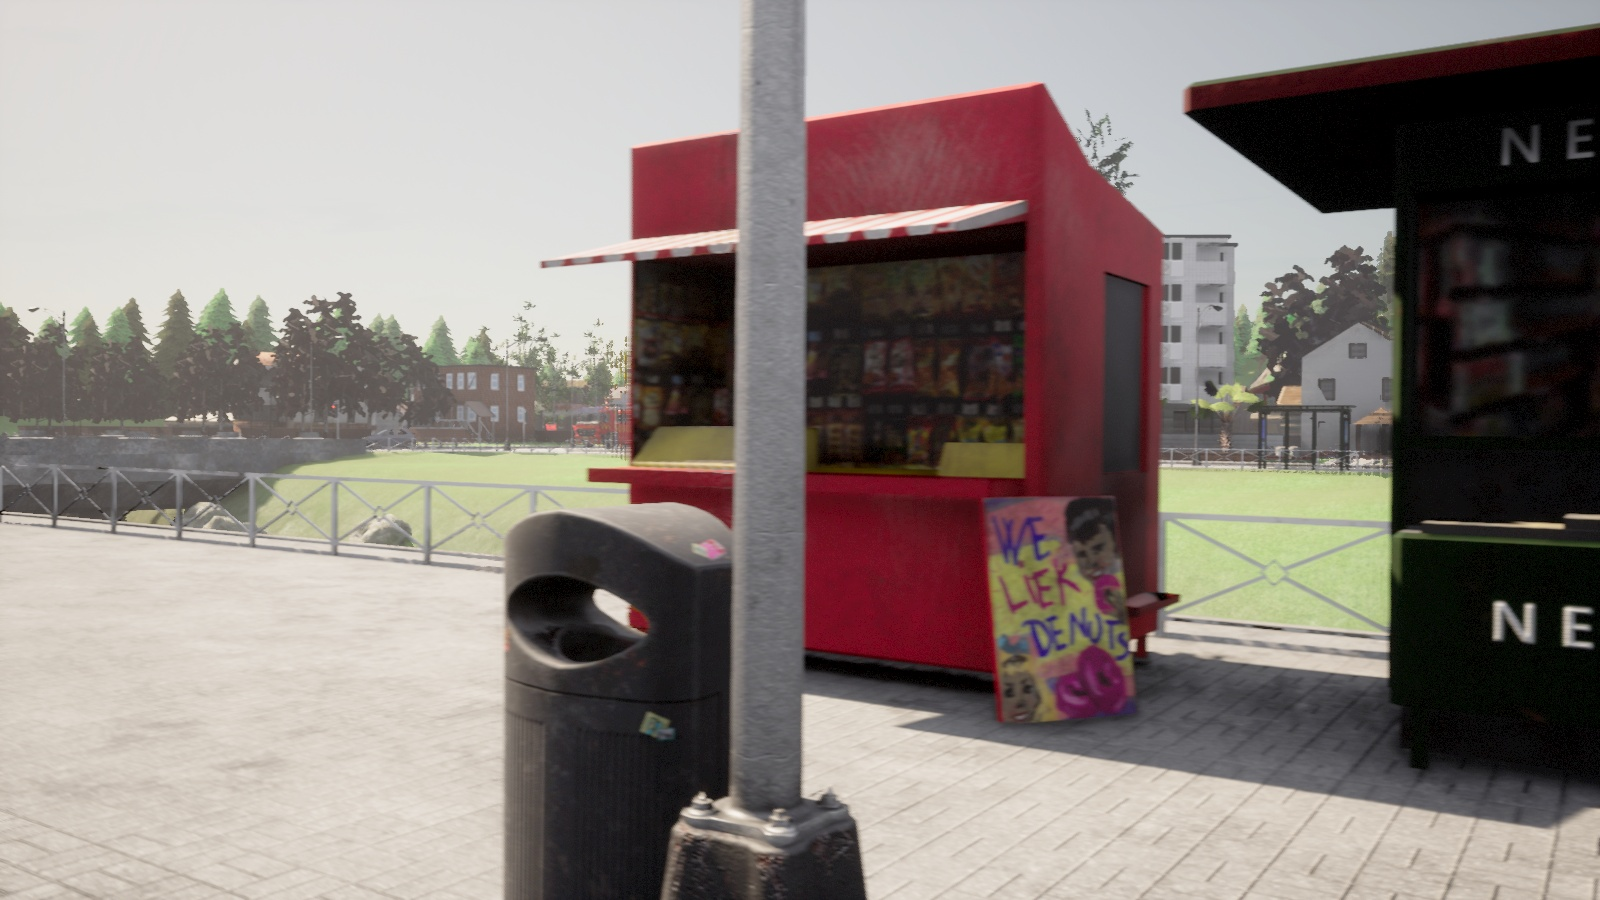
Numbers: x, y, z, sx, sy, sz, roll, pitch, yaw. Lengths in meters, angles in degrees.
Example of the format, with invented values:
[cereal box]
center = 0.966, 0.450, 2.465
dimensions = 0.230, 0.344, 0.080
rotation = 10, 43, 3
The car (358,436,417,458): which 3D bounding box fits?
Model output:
[car]
center = -29.524, -0.215, 89.929
dimensions = 3.633, 1.501, 1.845
rotation = -1, 1, -32
